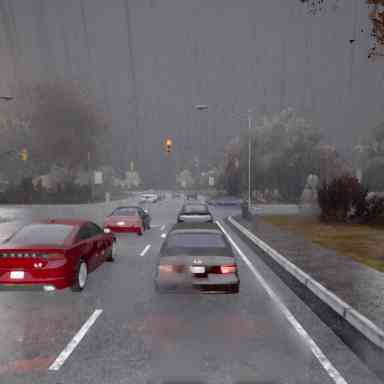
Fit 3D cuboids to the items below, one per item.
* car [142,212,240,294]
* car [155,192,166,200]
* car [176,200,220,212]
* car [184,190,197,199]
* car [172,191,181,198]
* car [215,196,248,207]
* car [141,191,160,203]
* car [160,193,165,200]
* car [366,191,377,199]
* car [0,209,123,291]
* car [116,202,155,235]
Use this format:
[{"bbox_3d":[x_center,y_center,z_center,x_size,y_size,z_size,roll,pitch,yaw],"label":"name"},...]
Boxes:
[{"bbox_3d":[0.101,1.516,8.863,2.033,1.411,5.357,0,0,0],"label":"car"},{"bbox_3d":[-7.114,0.872,75.739,2.128,1.511,4.902,0,1,-1],"label":"car"},{"bbox_3d":[0.131,1.380,18.556,2.128,1.511,4.902,0,0,-1],"label":"car"},{"bbox_3d":[-0.121,0.564,76.360,2.150,2.045,5.566,0,1,-2],"label":"car"},{"bbox_3d":[-4.003,0.720,86.388,2.128,1.511,4.902,0,1,-4],"label":"car"},{"bbox_3d":[4.496,1.226,42.616,5.357,1.411,2.033,0,0,-3],"label":"car"},{"bbox_3d":[-7.087,0.791,55.178,2.150,2.045,5.566,0,1,0],"label":"car"},{"bbox_3d":[-7.046,0.962,65.351,2.128,1.511,4.902,0,1,0],"label":"car"},{"bbox_3d":[23.987,0.893,43.711,5.566,2.045,2.150,0,0,-3],"label":"car"},{"bbox_3d":[-3.396,1.445,8.936,1.882,1.535,5.008,0,0,0],"label":"car"},{"bbox_3d":[-3.397,1.458,17.923,1.994,1.385,4.181,0,0,0],"label":"car"}]
